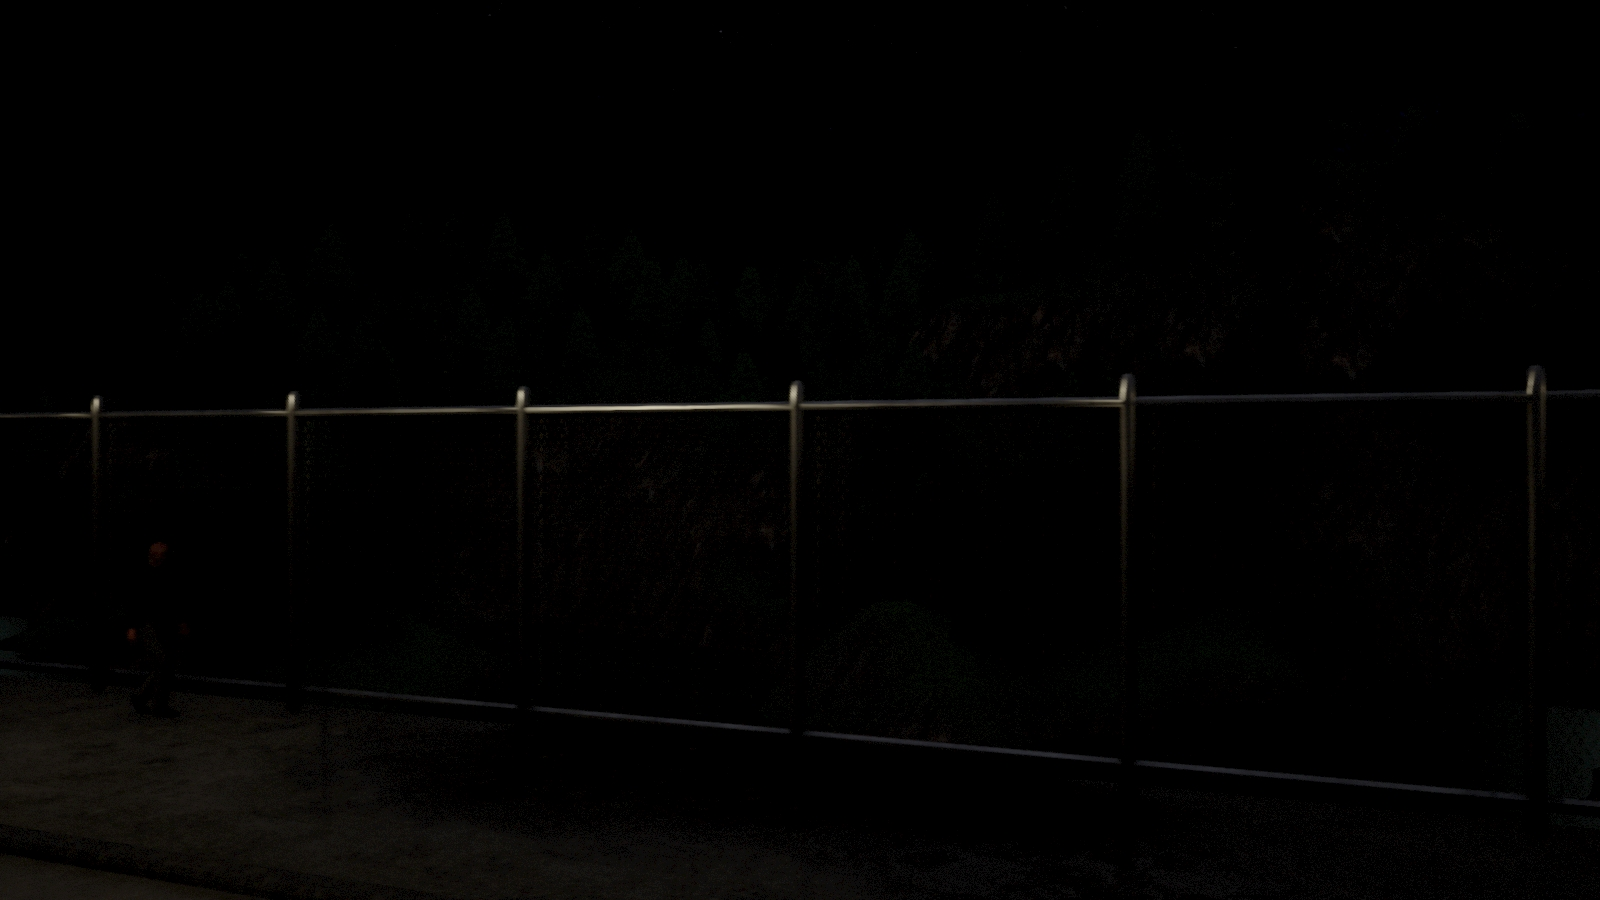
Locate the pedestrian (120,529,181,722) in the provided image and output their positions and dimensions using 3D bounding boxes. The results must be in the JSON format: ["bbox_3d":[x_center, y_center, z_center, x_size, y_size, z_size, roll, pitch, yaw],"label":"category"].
[{"bbox_3d":[-6.501,1.737,11.448,0.375,1.860,0.375,0,0,15],"label":"pedestrian"}]
